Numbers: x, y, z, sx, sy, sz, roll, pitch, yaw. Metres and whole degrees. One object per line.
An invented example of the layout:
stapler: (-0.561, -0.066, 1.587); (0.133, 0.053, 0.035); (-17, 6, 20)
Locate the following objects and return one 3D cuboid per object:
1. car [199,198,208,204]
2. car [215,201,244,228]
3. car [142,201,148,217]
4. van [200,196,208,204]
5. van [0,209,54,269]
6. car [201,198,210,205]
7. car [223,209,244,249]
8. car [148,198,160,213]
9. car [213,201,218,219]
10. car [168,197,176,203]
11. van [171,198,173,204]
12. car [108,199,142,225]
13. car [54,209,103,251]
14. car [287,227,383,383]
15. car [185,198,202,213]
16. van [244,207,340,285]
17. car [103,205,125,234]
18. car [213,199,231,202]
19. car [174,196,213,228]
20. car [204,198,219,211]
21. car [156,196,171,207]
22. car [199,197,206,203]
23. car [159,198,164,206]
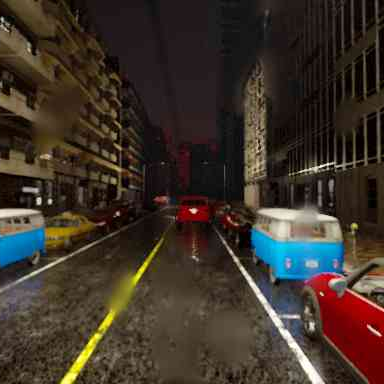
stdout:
car: (2.815, 2.107, 81.507); (1.887, 1.381, 4.507); (1, 0, 0)
car: (2.734, 1.584, 20.483); (1.967, 1.590, 4.097); (1, 0, 0)
car: (-5.600, 1.744, 31.327); (1.752, 1.417, 4.829); (1, 0, 0)
van: (2.812, 1.866, 75.960); (1.690, 1.788, 3.998); (1, 0, 0)
van: (-5.633, 1.408, 9.313); (1.690, 1.788, 3.998); (1, 0, 0)
car: (2.799, 2.069, 70.411); (1.802, 1.307, 4.206); (1, 0, 0)
car: (2.724, 1.672, 14.934); (1.947, 1.339, 4.313); (1, 0, 0)
car: (-5.585, 1.863, 42.590); (1.947, 1.339, 4.313); (1, 0, 0)
car: (2.740, 1.709, 26.200); (1.752, 1.417, 4.829); (1, 0, 0)
car: (-5.518, 2.219, 92.509); (1.802, 1.307, 4.206); (1, 0, 0)
van: (-5.543, 1.828, 70.324); (1.690, 1.788, 3.998); (1, 0, 0)
car: (-5.603, 1.497, 25.952); (2.192, 1.841, 5.009); (1, 0, 0)
car: (-5.622, 1.629, 14.687); (1.752, 1.417, 4.829); (1, 0, 0)
car: (2.712, 1.468, 3.840); (1.967, 1.590, 4.097); (1, 0, 0)
car: (0.157, 1.645, 41.935); (2.097, 1.767, 4.553); (0, 0, 0)
van: (2.721, 1.408, 9.388); (1.690, 1.788, 3.998); (1, 0, 0)
car: (-5.616, 1.725, 20.403); (1.802, 1.307, 4.206); (1, 0, 0)
car: (2.752, 1.536, 31.579); (2.192, 1.841, 5.009); (1, 0, 0)
car: (0.139, 1.390, 23.974); (2.150, 2.045, 5.566); (0, 0, 1)
car: (2.772, 1.776, 48.221); (1.967, 1.590, 4.097); (1, 0, 0)
car: (-5.558, 1.726, 59.231); (2.192, 1.841, 5.009); (1, 0, 0)
car: (2.829, 2.220, 92.601); (1.802, 1.307, 4.206); (1, 0, 0)
car: (-5.578, 1.917, 48.137); (1.802, 1.307, 4.206); (1, 0, 0)
